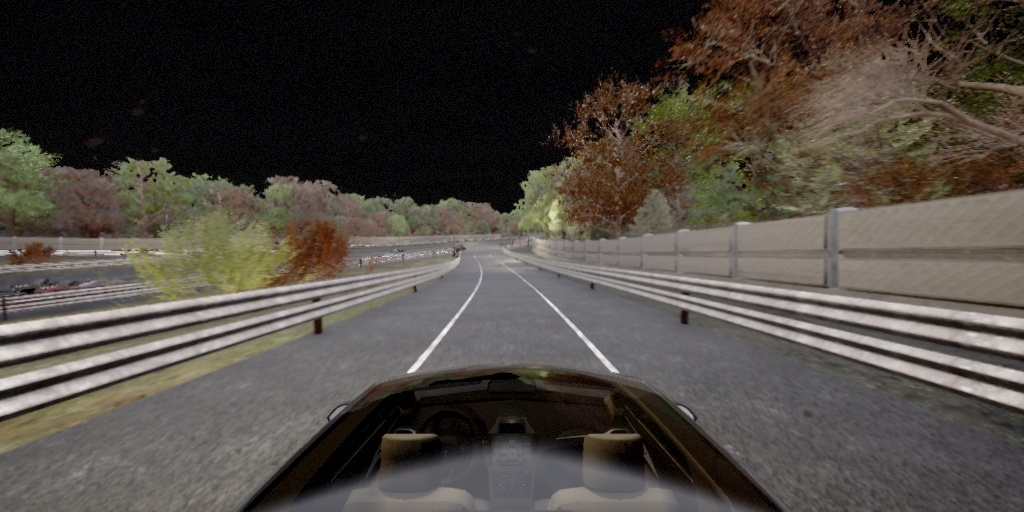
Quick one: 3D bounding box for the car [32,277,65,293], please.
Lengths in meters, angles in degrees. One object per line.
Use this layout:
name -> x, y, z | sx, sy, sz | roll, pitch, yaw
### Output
car -> -35.700, 2.540, 30.036 | 1.895, 1.301, 4.718 | 1, 4, 17

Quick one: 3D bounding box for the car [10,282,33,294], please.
car -> -39.079, 2.497, 30.951 | 1.895, 1.301, 4.718 | 1, 4, 17

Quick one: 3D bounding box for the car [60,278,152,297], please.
car -> -32.340, 2.514, 29.034 | 1.812, 1.442, 4.674 | 1, 4, 17
